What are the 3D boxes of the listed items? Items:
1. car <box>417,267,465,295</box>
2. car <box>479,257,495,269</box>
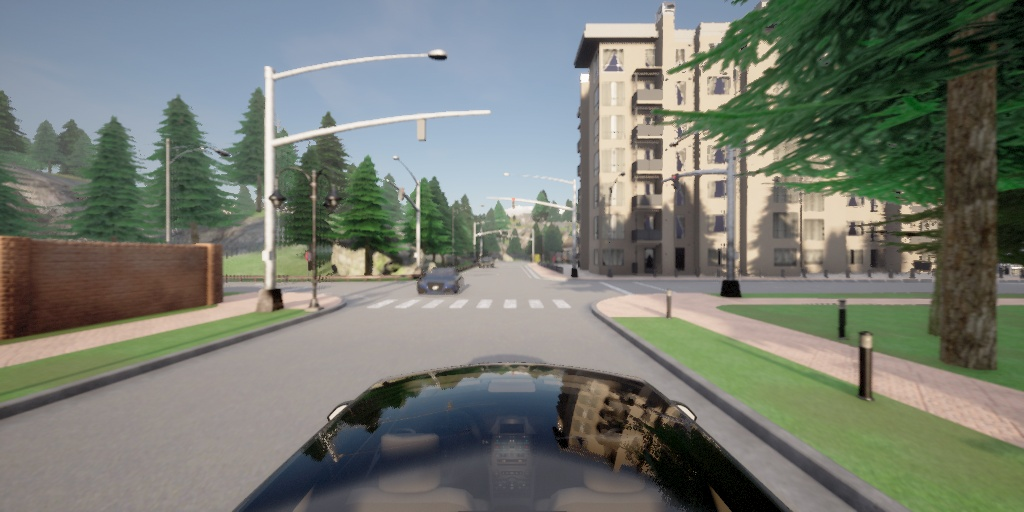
[{"bbox_3d":[-3.657,1.297,19.002,1.994,1.385,4.181,0,0,-1],"label":"car"},{"bbox_3d":[-3.582,0.880,51.523,2.097,1.767,4.553,0,0,0],"label":"car"}]
